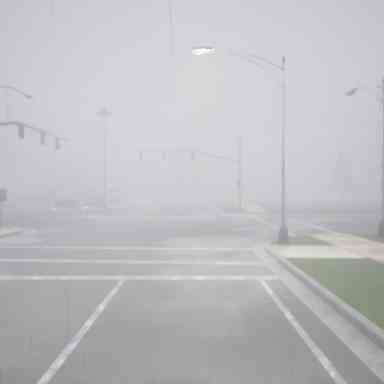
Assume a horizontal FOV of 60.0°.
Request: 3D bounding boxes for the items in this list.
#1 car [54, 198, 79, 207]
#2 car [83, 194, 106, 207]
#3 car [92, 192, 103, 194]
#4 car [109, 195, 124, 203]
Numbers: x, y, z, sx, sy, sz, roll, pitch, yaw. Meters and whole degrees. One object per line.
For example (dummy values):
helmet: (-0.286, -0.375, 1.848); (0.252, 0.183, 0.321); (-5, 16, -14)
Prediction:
car: (-17.982, 1.494, 47.651); (1.895, 1.301, 4.718); (0, 0, 1)
car: (-14.442, 1.436, 49.583); (2.033, 1.411, 5.357); (0, 0, 1)
car: (-17.715, 1.082, 62.282); (2.150, 2.045, 5.566); (0, 0, 1)
car: (-14.207, 1.385, 62.917); (1.812, 1.442, 4.674); (0, 0, 1)
